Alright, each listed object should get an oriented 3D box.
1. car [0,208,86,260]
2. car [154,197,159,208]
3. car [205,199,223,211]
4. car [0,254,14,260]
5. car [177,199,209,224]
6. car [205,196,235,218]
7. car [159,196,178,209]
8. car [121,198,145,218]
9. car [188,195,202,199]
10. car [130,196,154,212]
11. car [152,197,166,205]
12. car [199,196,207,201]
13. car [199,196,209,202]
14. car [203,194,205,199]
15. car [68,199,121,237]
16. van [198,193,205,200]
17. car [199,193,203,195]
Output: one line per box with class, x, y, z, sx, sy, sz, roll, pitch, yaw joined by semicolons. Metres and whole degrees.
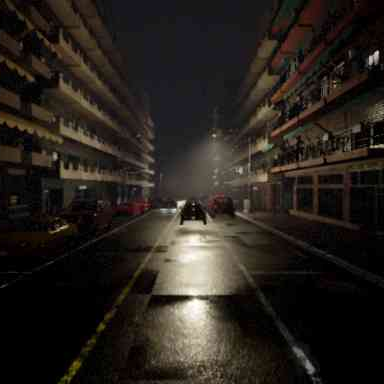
car;-5.710;1.526;12.369;1.752;1.417;4.829;-1;0;0
car;-5.722;1.535;46.527;1.887;1.381;4.507;-1;0;0
car;2.627;1.560;40.925;1.947;1.339;4.313;-1;0;0
car;-3.102;1.507;1.581;1.837;1.490;4.892;0;-1;0
car;0.090;1.525;24.483;1.812;1.442;4.674;0;0;0
car;2.627;1.314;29.596;2.192;1.841;5.009;-1;0;0
car;-3.019;1.577;45.817;1.994;1.385;4.181;0;0;0
car;-5.716;1.543;29.534;1.887;1.381;4.507;-1;0;0
car;0.081;1.496;45.173;1.837;1.490;4.892;0;0;0
car;-5.722;1.312;35.197;2.192;1.841;5.009;-1;0;0
car;-5.726;1.548;57.858;1.947;1.339;4.313;-1;0;0
car;2.645;1.543;80.577;1.802;1.307;4.206;-1;0;0
car;2.647;1.518;74.913;2.008;1.369;4.403;-1;0;0
car;2.625;1.312;35.261;2.192;1.841;5.009;-1;0;0
car;-5.715;1.315;18.204;2.192;1.841;5.009;-1;0;0
van;2.637;1.287;91.906;1.690;1.788;3.998;-1;0;0
car;2.651;1.538;69.247;1.947;1.339;4.313;-1;0;0
